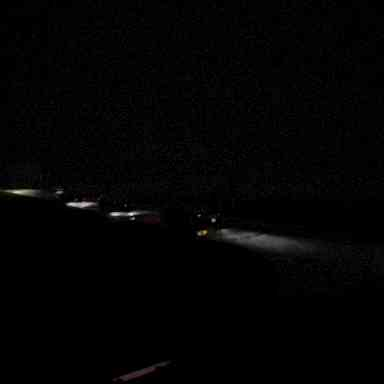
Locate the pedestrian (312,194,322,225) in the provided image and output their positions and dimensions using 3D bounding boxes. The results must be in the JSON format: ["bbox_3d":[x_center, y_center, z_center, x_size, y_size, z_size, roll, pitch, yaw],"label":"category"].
[{"bbox_3d":[7.375,1.017,19.616,0.375,1.860,0.375,0,0,-35],"label":"pedestrian"}]

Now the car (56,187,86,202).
[{"bbox_3d":[-14.741,0.480,40.642,1.895,1.301,4.718,-2,3,-35],"label":"car"}]

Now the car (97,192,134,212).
[{"bbox_3d":[-6.865,0.829,29.448,1.837,1.490,4.892,-2,3,-35],"label":"car"}]

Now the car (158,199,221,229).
[{"bbox_3d":[-0.241,1.195,20.074,2.128,1.511,4.902,-2,3,-35],"label":"car"}]

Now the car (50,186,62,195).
[{"bbox_3d":[-23.303,-0.295,57.833,2.128,1.511,4.902,-2,3,-35],"label":"car"}]
